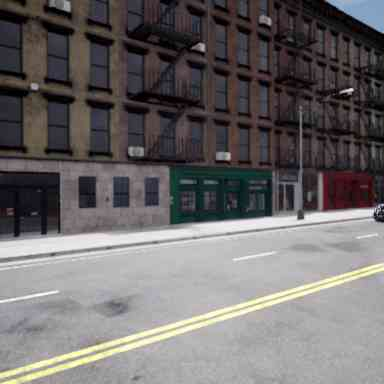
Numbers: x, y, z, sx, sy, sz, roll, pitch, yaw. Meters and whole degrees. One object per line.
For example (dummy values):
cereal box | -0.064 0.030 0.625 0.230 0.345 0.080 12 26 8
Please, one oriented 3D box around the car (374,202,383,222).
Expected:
car | 13.626 1.004 21.326 4.553 1.767 2.097 -1 1 -35
